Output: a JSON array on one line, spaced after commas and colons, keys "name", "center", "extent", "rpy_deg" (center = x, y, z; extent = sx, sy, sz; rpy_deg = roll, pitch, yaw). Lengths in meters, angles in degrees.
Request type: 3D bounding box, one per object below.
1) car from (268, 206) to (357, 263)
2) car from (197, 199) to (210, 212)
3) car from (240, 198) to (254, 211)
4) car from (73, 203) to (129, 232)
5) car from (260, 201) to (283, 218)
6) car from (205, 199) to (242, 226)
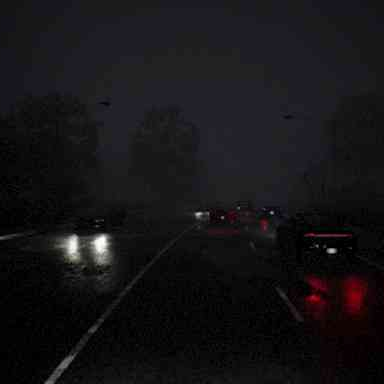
[{"name": "car", "center": [4.311, 1.506, 12.157], "extent": [2.128, 1.511, 4.902], "rpy_deg": [0, 0, 5]}, {"name": "car", "center": [1.905, 1.538, 38.670], "extent": [1.812, 1.442, 4.674], "rpy_deg": [0, 0, 16]}, {"name": "car", "center": [6.784, 1.522, 42.187], "extent": [2.128, 1.511, 4.902], "rpy_deg": [0, 0, 17]}, {"name": "car", "center": [-5.448, 1.468, 20.492], "extent": [1.882, 1.535, 5.008], "rpy_deg": [0, 0, 8]}, {"name": "car", "center": [7.173, 1.556, 30.074], "extent": [1.812, 1.442, 4.674], "rpy_deg": [0, 0, 12]}, {"name": "car", "center": [2.362, 1.490, 23.679], "extent": [1.882, 1.535, 5.008], "rpy_deg": [0, 0, 10]}]
